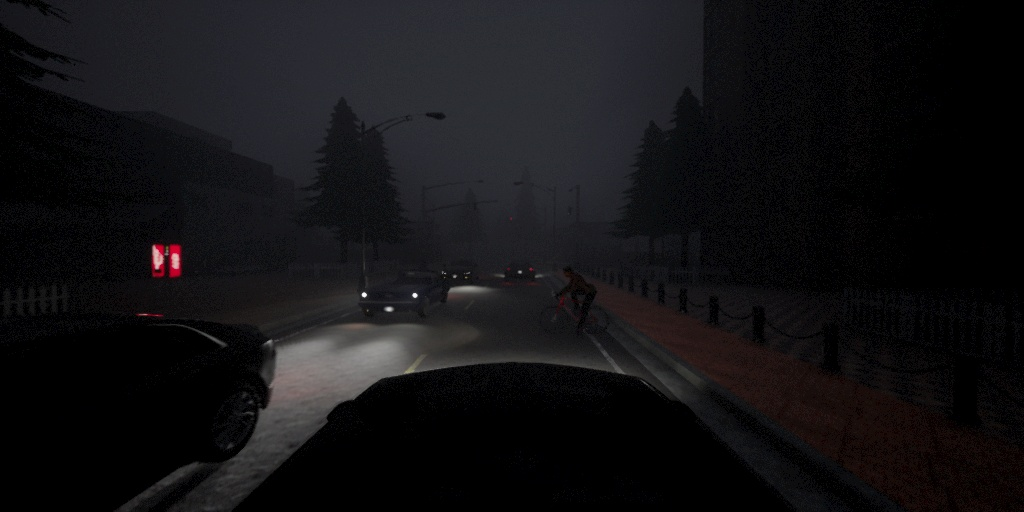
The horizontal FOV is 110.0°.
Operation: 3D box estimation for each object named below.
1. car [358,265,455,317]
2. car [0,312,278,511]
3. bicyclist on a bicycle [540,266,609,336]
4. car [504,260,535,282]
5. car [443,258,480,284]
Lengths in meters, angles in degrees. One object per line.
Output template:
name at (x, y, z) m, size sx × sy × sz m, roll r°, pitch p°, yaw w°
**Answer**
car at (-3.410, 1.146, 12.253) m, size 1.895 × 1.301 × 4.718 m, roll 0°, pitch 1°, yaw 1°
car at (-3.615, 1.230, 2.111) m, size 1.837 × 1.490 × 4.892 m, roll 0°, pitch 1°, yaw 1°
bicyclist on a bicycle at (1.478, 1.058, 8.481) m, size 1.656 × 1.620 × 0.582 m, roll 0°, pitch 1°, yaw 1°
car at (0.530, 0.917, 24.102) m, size 1.994 × 1.385 × 4.181 m, roll 0°, pitch 1°, yaw 1°
car at (-3.149, 0.867, 22.603) m, size 1.837 × 1.490 × 4.892 m, roll 0°, pitch 1°, yaw 2°
